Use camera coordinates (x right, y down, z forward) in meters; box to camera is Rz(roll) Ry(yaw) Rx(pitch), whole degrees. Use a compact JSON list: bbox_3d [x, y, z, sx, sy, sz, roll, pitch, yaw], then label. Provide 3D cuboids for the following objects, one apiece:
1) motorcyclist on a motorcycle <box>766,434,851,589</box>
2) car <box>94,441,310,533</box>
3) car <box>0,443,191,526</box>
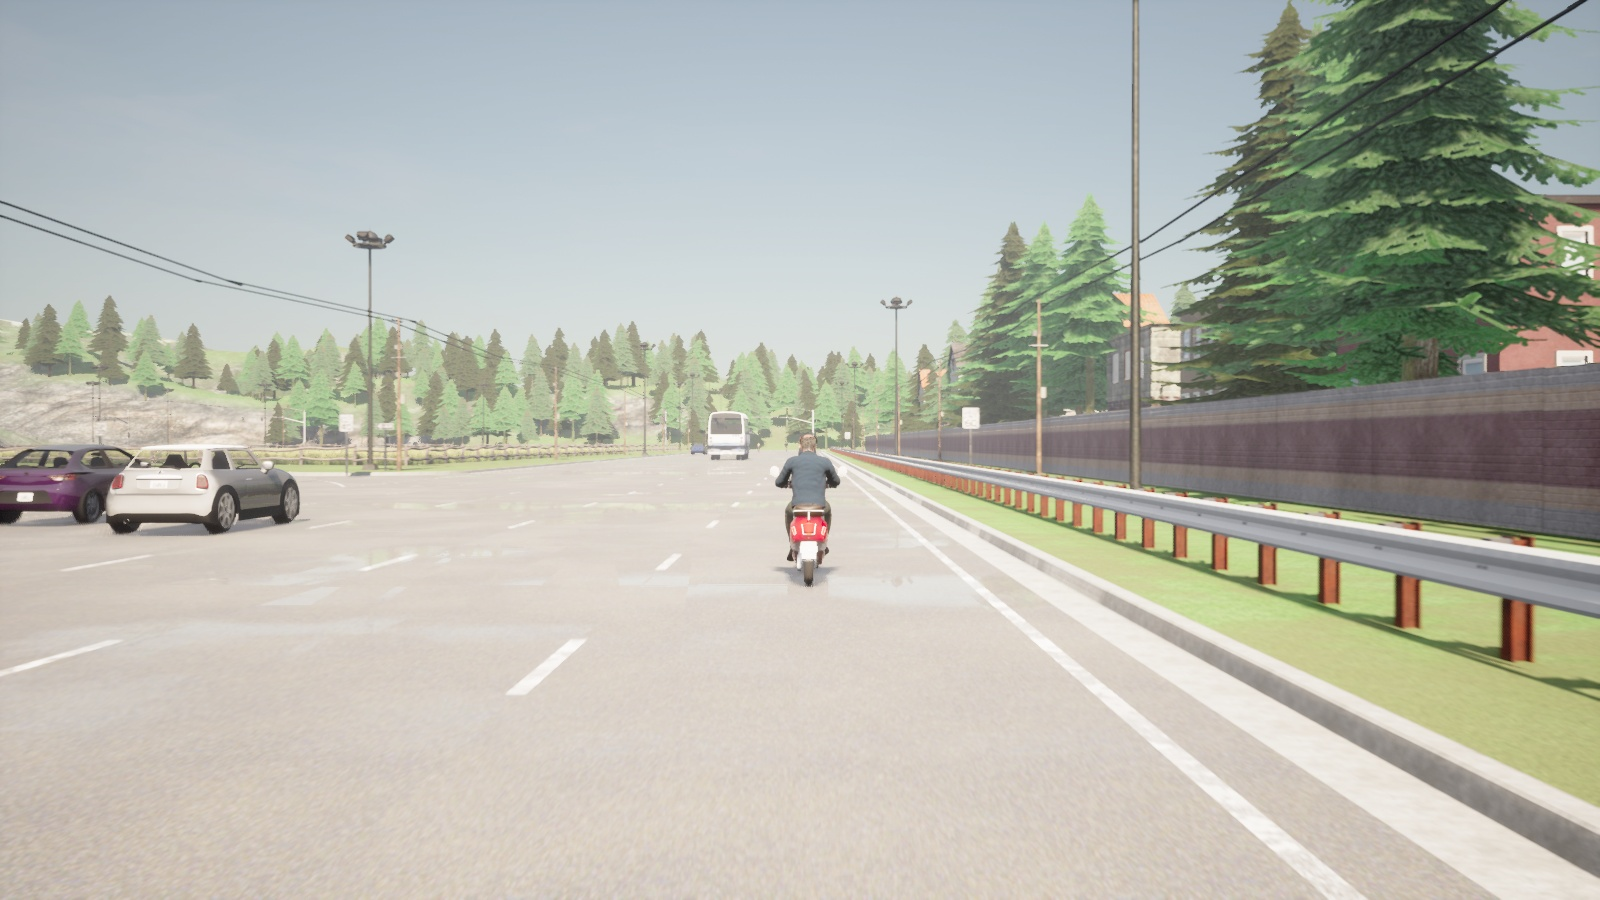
[{"bbox_3d":[0.094,0.622,13.763,0.866,1.590,1.817,0,0,0],"label":"motorcyclist on a motorcycle"},{"bbox_3d":[-10.358,0.578,22.101,1.970,1.475,3.806,0,0,0],"label":"car"},{"bbox_3d":[-13.845,0.607,24.557,1.816,1.474,4.193,0,0,0],"label":"car"}]
